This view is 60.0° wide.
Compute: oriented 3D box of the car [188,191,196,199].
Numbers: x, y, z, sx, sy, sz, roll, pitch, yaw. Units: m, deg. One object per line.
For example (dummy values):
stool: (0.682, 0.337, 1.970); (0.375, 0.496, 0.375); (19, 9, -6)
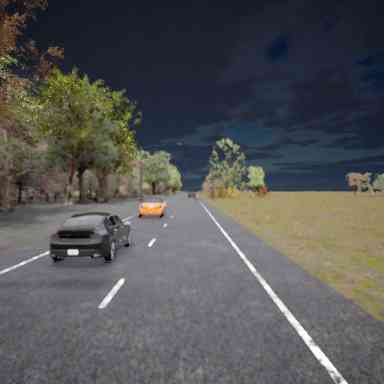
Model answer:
car: (-0.027, 0.831, 94.766); (2.150, 2.045, 5.566); (0, 0, 0)

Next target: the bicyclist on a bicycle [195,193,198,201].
bicyclist on a bicycle: (0.940, 1.156, 76.587); (0.659, 1.776, 1.843); (0, 0, 0)

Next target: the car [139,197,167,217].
car: (-3.409, 1.268, 29.801); (2.097, 1.767, 4.553); (0, 0, 0)

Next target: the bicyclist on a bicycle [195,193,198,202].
bicyclist on a bicycle: (0.937, 1.247, 67.618); (0.866, 1.612, 1.509); (0, 0, 0)

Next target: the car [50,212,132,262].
car: (-3.403, 1.471, 11.939); (1.837, 1.490, 4.892); (0, 0, 0)
